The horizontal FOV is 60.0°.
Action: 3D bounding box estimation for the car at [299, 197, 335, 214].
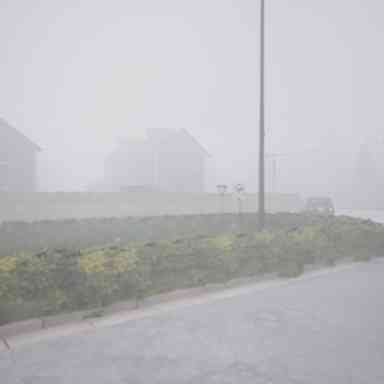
[{"bbox_3d":[9.893,1.397,26.512,2.150,2.045,5.566,0,0,13],"label":"car"}]
